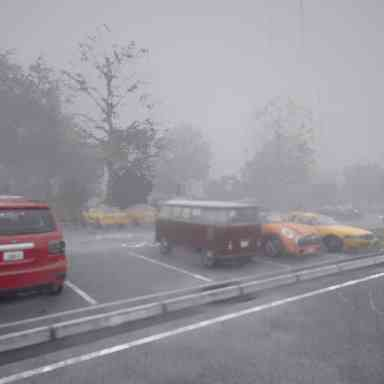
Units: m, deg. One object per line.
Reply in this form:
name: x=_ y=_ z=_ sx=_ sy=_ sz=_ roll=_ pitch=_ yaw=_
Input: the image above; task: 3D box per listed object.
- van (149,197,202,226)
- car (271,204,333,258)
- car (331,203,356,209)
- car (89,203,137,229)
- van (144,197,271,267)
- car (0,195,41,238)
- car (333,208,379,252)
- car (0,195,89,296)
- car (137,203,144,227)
van: x=-1.366 y=1.386 z=25.259 sx=1.878 sy=1.987 sz=4.442 roll=1 pitch=-1 yaw=-36
car: x=2.822 y=1.425 z=13.339 sx=2.185 sy=1.767 sz=4.553 roll=1 pitch=-1 yaw=-36
car: x=15.447 y=2.216 z=37.474 sx=2.002 sy=1.452 sz=4.674 roll=2 pitch=-1 yaw=-36
car: x=-5.973 y=1.523 z=22.315 sx=1.946 sy=1.575 sz=5.366 roll=1 pitch=0 yaw=-36
van: x=0.309 y=1.286 z=11.634 sx=1.878 sy=1.987 sz=4.442 roll=1 pitch=0 yaw=-36
car: x=-10.485 y=1.213 z=18.802 sx=2.435 sy=2.045 sz=5.566 roll=0 pitch=0 yaw=-36
car: x=5.314 y=1.597 z=14.868 sx=1.946 sy=1.575 sz=5.366 roll=1 pitch=-1 yaw=-36
car: x=-4.661 y=1.201 z=7.939 sx=2.435 sy=2.045 sz=5.566 roll=1 pitch=0 yaw=-36
car: x=-3.813 y=1.561 z=23.869 sx=1.946 sy=1.575 sz=5.366 roll=1 pitch=-1 yaw=-36
